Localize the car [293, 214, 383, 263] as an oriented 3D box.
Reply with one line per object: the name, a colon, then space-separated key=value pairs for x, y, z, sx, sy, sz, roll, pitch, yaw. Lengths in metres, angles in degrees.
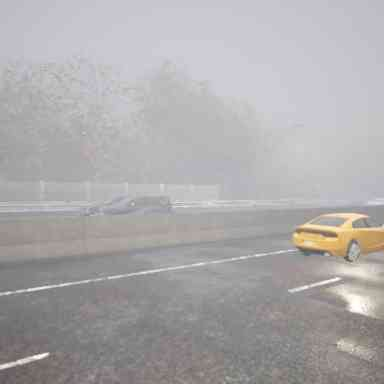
car: x=5.867 y=1.540 z=12.358 sx=5.008 sy=1.535 sz=1.882 roll=0 pitch=0 yaw=-36

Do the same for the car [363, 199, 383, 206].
car: x=28.112 y=1.798 z=49.768 sx=4.674 sy=1.442 sz=1.812 roll=0 pitch=0 yaw=-35

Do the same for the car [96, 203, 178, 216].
car: x=-2.486 y=1.595 z=19.414 sx=5.357 sy=1.411 sz=2.033 roll=0 pitch=0 yaw=-35

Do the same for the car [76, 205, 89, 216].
car: x=-5.618 y=1.275 z=25.774 sx=5.566 sy=2.045 sz=2.150 roll=0 pitch=0 yaw=-35

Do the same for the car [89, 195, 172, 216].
car: x=-3.789 y=1.274 z=22.782 sx=5.566 sy=2.045 sz=2.150 roll=0 pitch=0 yaw=-35

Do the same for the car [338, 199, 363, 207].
car: x=25.069 y=1.812 z=51.887 sx=5.357 sy=1.411 sz=2.033 roll=0 pitch=0 yaw=-35
